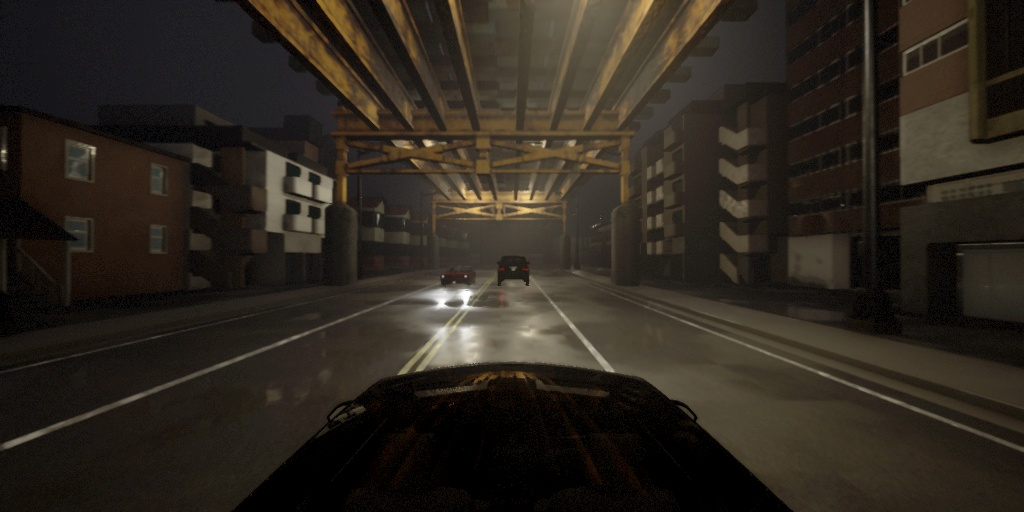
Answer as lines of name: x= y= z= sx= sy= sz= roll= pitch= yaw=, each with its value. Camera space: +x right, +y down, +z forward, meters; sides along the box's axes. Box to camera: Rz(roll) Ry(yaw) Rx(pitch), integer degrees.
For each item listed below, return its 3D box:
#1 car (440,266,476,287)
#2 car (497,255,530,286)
car: x=-3.590 y=1.341 z=24.527 sx=1.895 sy=1.301 sz=4.718 roll=0 pitch=0 yaw=0
car: x=0.097 y=0.961 z=25.674 sx=2.150 sy=2.045 sz=5.566 roll=0 pitch=0 yaw=0
